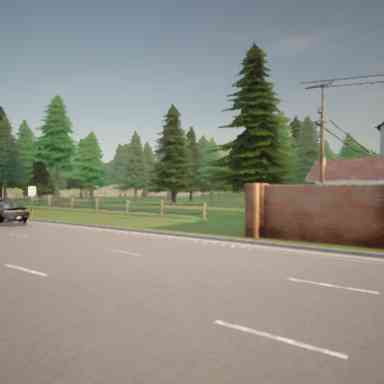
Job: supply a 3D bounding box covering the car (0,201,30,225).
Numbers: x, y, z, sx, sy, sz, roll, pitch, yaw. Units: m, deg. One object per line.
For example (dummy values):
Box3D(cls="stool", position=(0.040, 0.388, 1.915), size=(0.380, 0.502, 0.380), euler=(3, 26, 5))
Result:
Box3D(cls="car", position=(-12.410, 1.342, 21.440), size=(4.902, 1.511, 2.128), euler=(0, 0, 35))
